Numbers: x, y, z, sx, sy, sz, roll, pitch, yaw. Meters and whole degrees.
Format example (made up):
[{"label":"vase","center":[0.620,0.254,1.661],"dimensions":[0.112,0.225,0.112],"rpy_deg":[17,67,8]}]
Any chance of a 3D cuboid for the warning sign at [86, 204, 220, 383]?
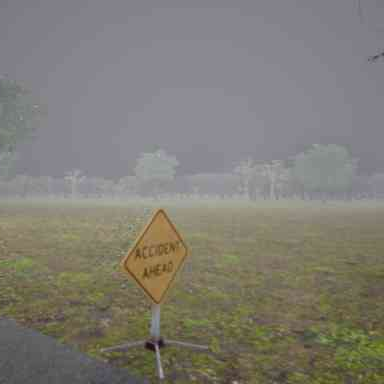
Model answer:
[{"label":"warning sign","center":[-0.458,1.111,4.273],"dimensions":[1.060,1.860,1.300],"rpy_deg":[1,0,35]}]
